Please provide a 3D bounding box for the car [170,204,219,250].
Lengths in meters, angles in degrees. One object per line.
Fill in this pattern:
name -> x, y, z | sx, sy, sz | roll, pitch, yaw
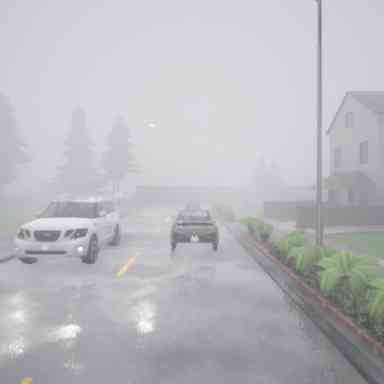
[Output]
car -> 0.095, 1.477, 14.307 | 2.128, 1.511, 4.902 | 0, 0, 0

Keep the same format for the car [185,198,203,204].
car -> 0.193, 1.465, 40.510 | 1.837, 1.490, 4.892 | 0, 0, 2

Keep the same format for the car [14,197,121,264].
car -> -4.106, 1.211, 12.060 | 2.150, 2.045, 5.566 | 0, 0, 0
